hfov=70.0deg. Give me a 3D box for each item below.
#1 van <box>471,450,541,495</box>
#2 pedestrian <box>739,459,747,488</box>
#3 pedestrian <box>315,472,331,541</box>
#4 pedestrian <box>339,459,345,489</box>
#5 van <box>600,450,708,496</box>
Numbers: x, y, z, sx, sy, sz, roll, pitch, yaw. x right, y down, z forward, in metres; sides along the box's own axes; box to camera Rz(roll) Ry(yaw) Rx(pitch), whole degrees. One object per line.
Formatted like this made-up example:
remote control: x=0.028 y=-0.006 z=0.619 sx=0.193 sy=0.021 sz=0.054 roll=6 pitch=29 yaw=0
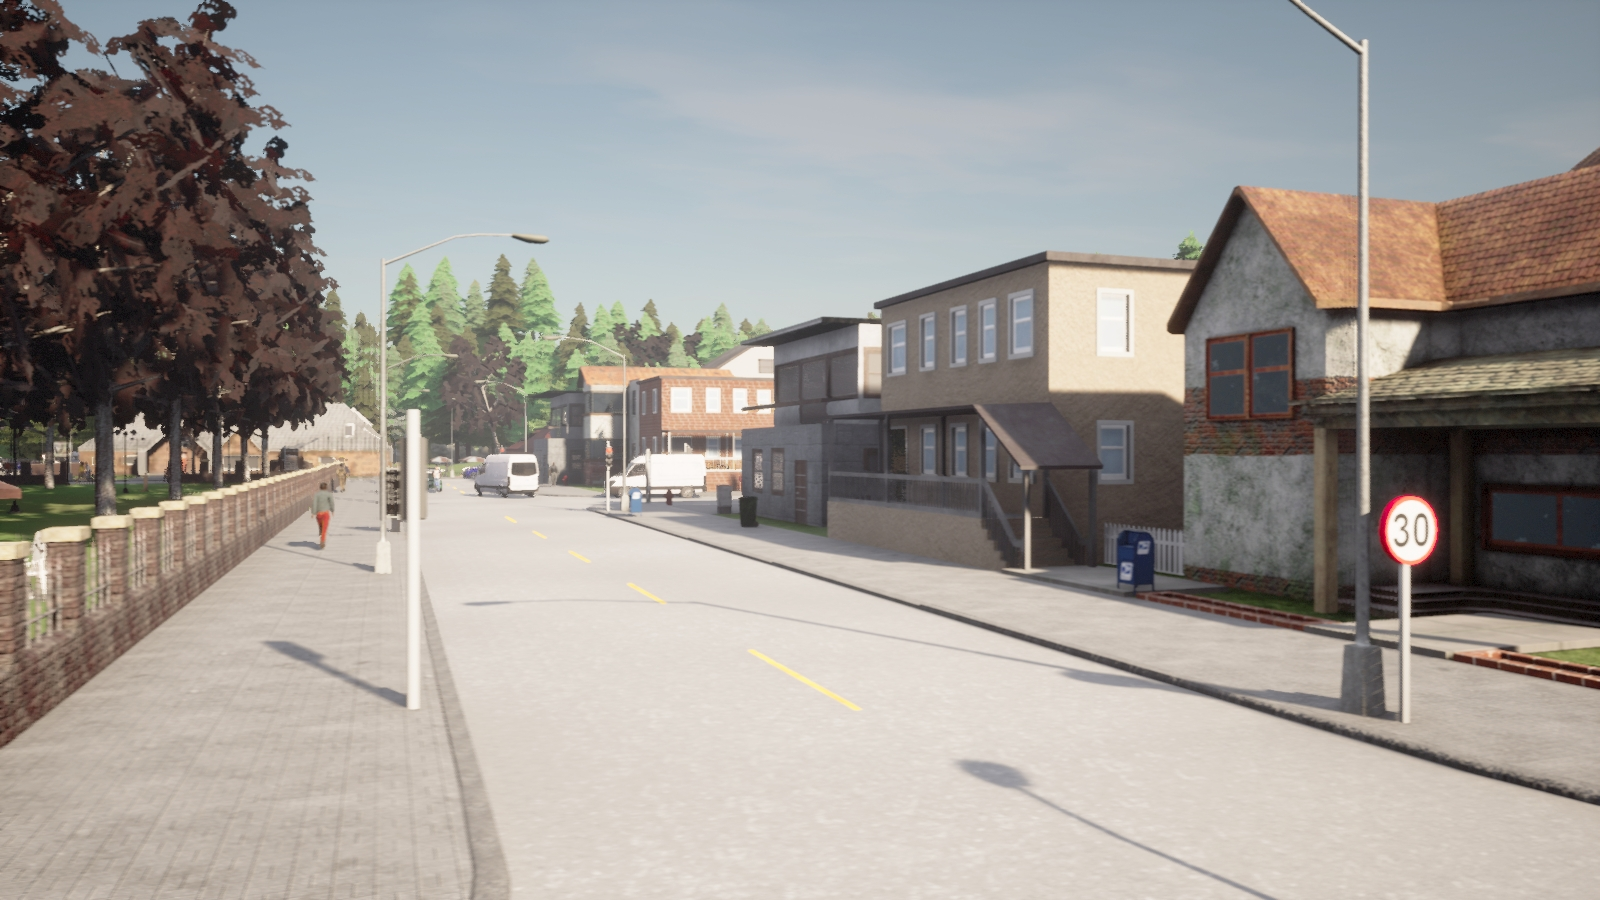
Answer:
van: x=-17.747 y=1.315 z=68.757 sx=1.988 sy=2.561 sz=5.915 roll=0 pitch=0 yaw=-36
pedestrian: x=-3.680 y=1.516 z=73.705 sx=0.375 sy=1.860 sz=0.375 roll=0 pitch=0 yaw=-18
pedestrian: x=-12.997 y=1.525 z=31.145 sx=0.375 sy=1.860 sz=0.375 roll=0 pitch=0 yaw=-18
pedestrian: x=-29.237 y=1.525 z=72.931 sx=0.375 sy=1.860 sz=0.375 roll=0 pitch=0 yaw=-20
van: x=-8.475 y=1.315 z=66.394 sx=5.915 sy=2.561 sz=1.988 roll=0 pitch=0 yaw=-19
